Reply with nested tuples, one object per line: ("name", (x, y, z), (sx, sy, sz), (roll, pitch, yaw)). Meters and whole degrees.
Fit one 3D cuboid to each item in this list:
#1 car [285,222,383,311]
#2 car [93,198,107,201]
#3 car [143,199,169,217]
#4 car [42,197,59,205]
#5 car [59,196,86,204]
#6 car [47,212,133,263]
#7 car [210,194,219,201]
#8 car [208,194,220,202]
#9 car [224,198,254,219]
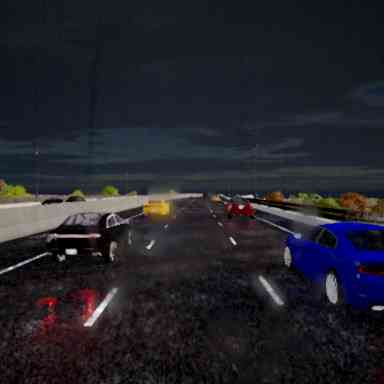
("car", (3.628, 1.444, 7.797), (1.882, 1.535, 5.008), (0, 0, 0))
("car", (-13.375, 1.464, 48.495), (1.895, 1.301, 4.718), (0, 0, 2))
("car", (-3.126, 1.373, 29.741), (1.882, 1.535, 5.008), (0, 0, 1))
("car", (-20.355, 1.424, 48.953), (1.994, 1.385, 4.181), (0, 0, 2))
("car", (-16.888, 1.368, 48.026), (1.837, 1.490, 4.892), (0, 0, 2))
("car", (-3.348, 1.439, 11.697), (2.128, 1.511, 4.902), (0, 0, 0))
("car", (5.490, 1.263, 82.087), (2.033, 1.649, 4.856), (0, 0, 3))
("car", (5.007, 1.289, 71.364), (1.801, 1.575, 5.366), (0, 0, 2))
("car", (3.846, 1.252, 27.998), (2.097, 1.767, 4.553), (0, 0, 1))
